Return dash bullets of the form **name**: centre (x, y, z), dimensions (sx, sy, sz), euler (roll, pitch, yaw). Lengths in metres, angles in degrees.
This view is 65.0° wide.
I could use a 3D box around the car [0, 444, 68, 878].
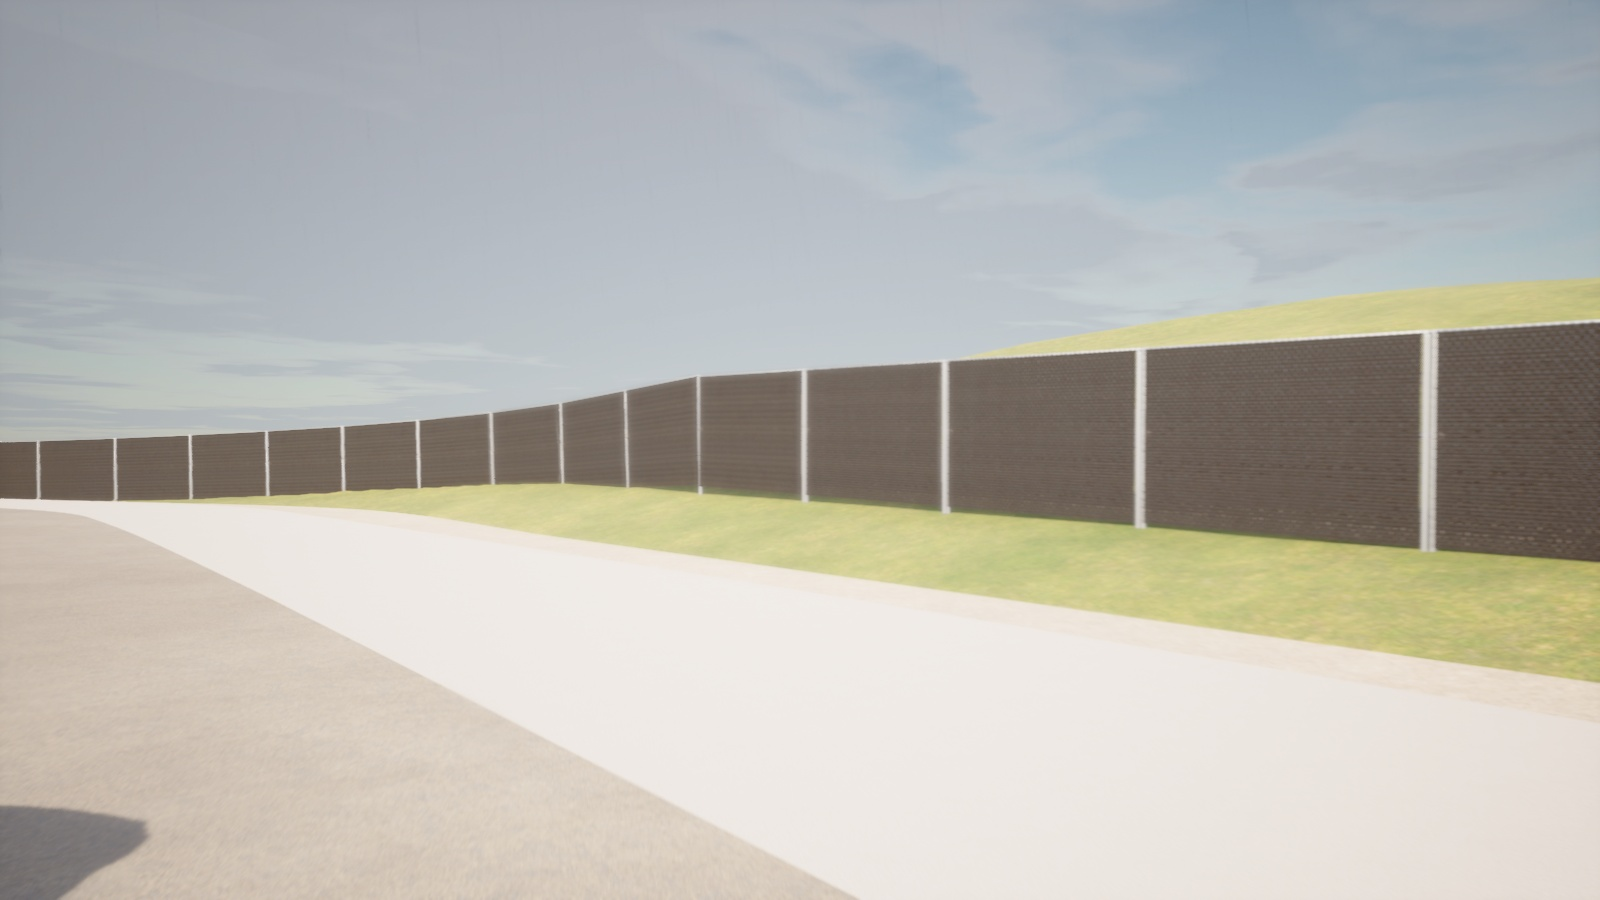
- **car**: centre (-3.691, 0.750, 2.299), dimensions (2.163, 1.488, 4.792), euler (-1, 0, -4)
